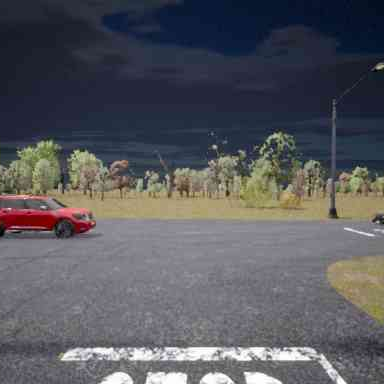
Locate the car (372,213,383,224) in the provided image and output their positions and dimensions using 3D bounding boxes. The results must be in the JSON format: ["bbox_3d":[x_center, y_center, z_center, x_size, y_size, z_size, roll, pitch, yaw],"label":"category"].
[{"bbox_3d":[15.807,1.754,23.521,5.357,1.411,2.033,0,1,0],"label":"car"}]

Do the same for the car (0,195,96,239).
[{"bbox_3d":[-7.736,1.192,16.643,5.566,2.045,2.150,0,0,0],"label":"car"}]
